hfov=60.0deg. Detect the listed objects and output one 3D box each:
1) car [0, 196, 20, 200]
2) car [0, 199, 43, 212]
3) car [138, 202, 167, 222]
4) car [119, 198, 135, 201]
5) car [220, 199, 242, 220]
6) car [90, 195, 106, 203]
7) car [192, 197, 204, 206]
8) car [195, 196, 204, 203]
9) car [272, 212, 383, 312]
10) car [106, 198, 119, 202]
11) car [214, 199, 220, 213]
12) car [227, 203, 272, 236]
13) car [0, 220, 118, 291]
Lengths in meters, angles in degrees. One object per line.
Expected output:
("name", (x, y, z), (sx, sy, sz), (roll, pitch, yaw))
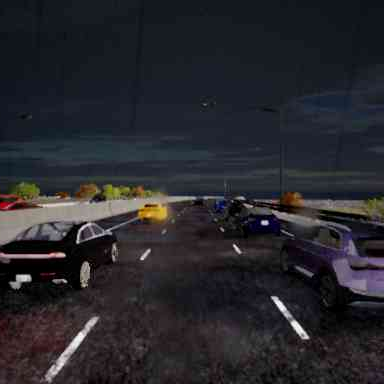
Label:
("car", (-17.315, 1.343, 29.667), (2.150, 2.045, 5.566), (0, 0, 1))
("car", (-13.863, 1.586, 26.878), (1.882, 1.535, 5.008), (0, 0, 1))
("car", (-3.156, 1.593, 27.451), (1.882, 1.535, 5.008), (0, 0, 1))
("car", (-12.647, 1.894, 67.447), (2.033, 1.411, 5.357), (0, 0, 2))
("car", (3.773, 1.632, 29.595), (1.837, 1.490, 4.892), (0, 0, 1))
("car", (-19.557, 1.584, 69.803), (2.150, 2.045, 5.566), (0, 0, 2))
("car", (1.104, 1.879, 61.304), (1.994, 1.385, 4.181), (0, 0, 2))
("car", (1.856, 1.838, 79.392), (2.128, 1.511, 4.902), (0, 0, 3))
("car", (3.521, 1.458, 7.752), (2.033, 1.649, 4.856), (0, 0, 0))
("car", (-16.043, 1.956, 70.065), (1.895, 1.301, 4.718), (0, 0, 2))
("car", (4.003, 1.664, 40.515), (1.882, 1.535, 5.008), (0, 0, 1))
("car", (3.561, 1.579, 18.894), (2.163, 1.488, 4.792), (0, 0, -2))
("car", (-3.363, 1.521, 9.085), (2.128, 1.511, 4.902), (0, 0, 0))
